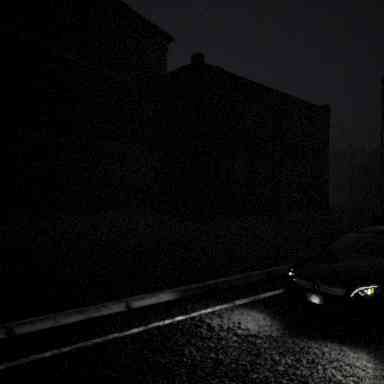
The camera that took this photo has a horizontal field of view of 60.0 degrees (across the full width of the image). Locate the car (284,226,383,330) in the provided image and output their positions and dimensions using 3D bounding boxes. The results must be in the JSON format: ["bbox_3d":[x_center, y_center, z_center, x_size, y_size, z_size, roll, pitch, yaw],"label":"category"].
[{"bbox_3d":[3.903,1.478,6.875,4.674,1.442,1.812,0,0,-36],"label":"car"}]
